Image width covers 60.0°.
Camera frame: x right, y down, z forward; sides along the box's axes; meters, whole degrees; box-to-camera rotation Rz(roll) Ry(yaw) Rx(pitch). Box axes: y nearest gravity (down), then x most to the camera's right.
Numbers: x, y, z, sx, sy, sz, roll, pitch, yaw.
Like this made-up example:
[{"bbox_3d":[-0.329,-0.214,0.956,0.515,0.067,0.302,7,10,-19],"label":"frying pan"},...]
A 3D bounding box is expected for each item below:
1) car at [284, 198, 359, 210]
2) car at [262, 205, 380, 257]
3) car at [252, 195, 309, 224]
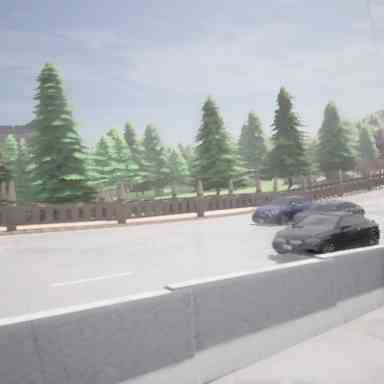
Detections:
[{"bbox_3d":[7.425,1.239,17.878,4.892,1.490,1.837,-3,2,-35],"label":"car"},{"bbox_3d":[4.888,1.431,11.785,4.674,1.442,1.812,-1,1,-35],"label":"car"},{"bbox_3d":[5.932,1.057,21.113,4.553,1.767,2.097,-3,2,-35],"label":"car"}]
